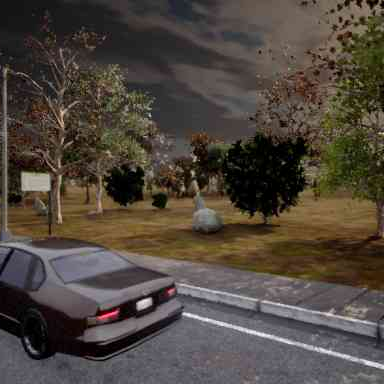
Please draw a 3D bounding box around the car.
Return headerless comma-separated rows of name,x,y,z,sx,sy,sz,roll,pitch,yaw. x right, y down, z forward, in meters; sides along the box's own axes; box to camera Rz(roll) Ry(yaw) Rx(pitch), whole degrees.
car,-2.674,1.546,5.911,5.357,1.411,2.033,0,0,36
